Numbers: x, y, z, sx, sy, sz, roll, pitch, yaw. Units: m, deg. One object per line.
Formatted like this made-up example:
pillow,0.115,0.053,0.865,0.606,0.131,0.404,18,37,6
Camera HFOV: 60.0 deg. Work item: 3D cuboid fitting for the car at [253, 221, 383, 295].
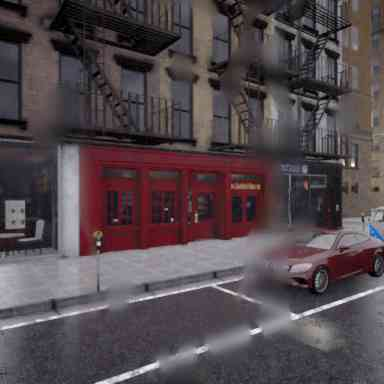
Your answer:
car,3.473,1.582,8.662,4.206,1.307,1.802,0,0,-35

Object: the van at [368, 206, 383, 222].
van,7.879,1.340,11.795,3.998,1.788,1.690,0,0,-35
